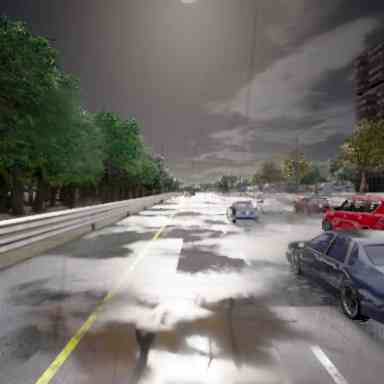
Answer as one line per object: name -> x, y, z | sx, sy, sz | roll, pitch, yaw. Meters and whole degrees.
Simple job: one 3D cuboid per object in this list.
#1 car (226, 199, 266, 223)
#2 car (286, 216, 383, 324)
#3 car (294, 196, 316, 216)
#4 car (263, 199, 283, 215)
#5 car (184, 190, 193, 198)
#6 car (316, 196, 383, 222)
car -> 3.604, 1.404, 24.039 | 2.033, 1.411, 5.357 | 0, 0, 0
car -> 3.604, 1.510, 7.095 | 2.033, 1.411, 5.357 | 0, 0, 0
car -> 10.604, 1.167, 29.493 | 2.097, 1.767, 4.553 | 0, 0, 0
car -> 7.105, 1.330, 30.882 | 1.812, 1.442, 4.674 | 0, 0, 0
car -> -1.209, 0.792, 93.582 | 1.801, 1.575, 5.366 | 0, 0, 0
car -> 7.101, 1.149, 13.081 | 2.150, 2.045, 5.566 | 0, 0, 0
